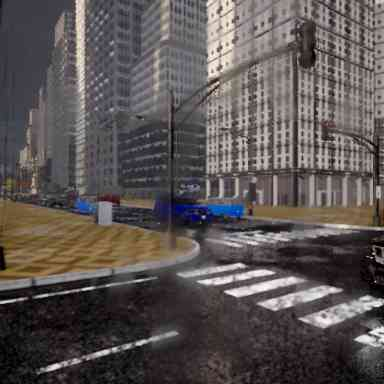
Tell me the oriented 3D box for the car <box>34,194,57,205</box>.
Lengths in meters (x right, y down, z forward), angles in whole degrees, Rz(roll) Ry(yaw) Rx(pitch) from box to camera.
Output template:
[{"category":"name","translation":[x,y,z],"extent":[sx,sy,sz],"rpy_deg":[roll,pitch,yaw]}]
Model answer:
[{"category":"car","translation":[-22.879,1.452,52.152],"extent":[2.008,1.369,4.403],"rpy_deg":[1,0,-34]}]

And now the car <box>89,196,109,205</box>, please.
[{"category":"car","translation":[-15.944,1.470,56.856],"extent":[1.887,1.381,4.507],"rpy_deg":[1,0,-34]}]

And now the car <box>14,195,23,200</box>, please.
[{"category":"car","translation":[-41.535,1.333,79.659],"extent":[1.802,1.307,4.206],"rpy_deg":[1,0,-34]}]

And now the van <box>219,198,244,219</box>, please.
[{"category":"van","translation":[2.804,1.413,29.418],"extent":[1.690,1.788,3.998],"rpy_deg":[1,0,-34]}]

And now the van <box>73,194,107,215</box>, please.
[{"category":"van","translation":[-10.441,1.341,33.815],"extent":[1.690,1.788,3.998],"rpy_deg":[1,0,-34]}]

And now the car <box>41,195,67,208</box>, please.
[{"category":"car","translation":[-19.771,1.492,47.568],"extent":[1.947,1.339,4.313],"rpy_deg":[1,0,-34]}]

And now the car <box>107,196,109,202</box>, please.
[{"category":"car","translation":[-12.549,1.521,41.550],"extent":[2.033,1.411,5.357],"rpy_deg":[0,0,-34]}]

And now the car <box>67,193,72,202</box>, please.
[{"category":"car","translation":[-25.270,1.165,70.611],"extent":[2.192,1.841,5.009],"rpy_deg":[1,0,-34]}]

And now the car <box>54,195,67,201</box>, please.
[{"category":"car","translation":[-31.490,1.351,79.779],"extent":[2.008,1.369,4.403],"rpy_deg":[1,0,-34]}]

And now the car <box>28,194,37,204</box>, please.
[{"category":"car","translation":[-29.098,1.433,61.322],"extent":[1.802,1.307,4.206],"rpy_deg":[1,0,-34]}]

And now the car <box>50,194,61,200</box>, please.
[{"category":"car","translation":[-34.695,1.299,84.504],"extent":[1.752,1.417,4.829],"rpy_deg":[1,0,-34]}]

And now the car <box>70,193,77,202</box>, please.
[{"category":"car","translation":[-22.163,1.441,66.026],"extent":[1.947,1.339,4.313],"rpy_deg":[1,0,-34]}]

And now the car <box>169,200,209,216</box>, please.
[{"category":"car","translation":[-0.381,1.592,33.950],"extent":[1.887,1.381,4.507],"rpy_deg":[1,0,-34]}]

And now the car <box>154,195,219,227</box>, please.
[{"category":"car","translation":[-0.778,1.287,24.171],"extent":[2.150,2.045,5.566],"rpy_deg":[0,0,-34]}]

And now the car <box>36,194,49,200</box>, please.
[{"category":"car","translation":[-38.380,1.273,85.140],"extent":[2.128,1.511,4.902],"rpy_deg":[0,0,-34]}]

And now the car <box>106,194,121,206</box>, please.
[{"category":"car","translation":[-12.833,1.265,52.272],"extent":[2.192,1.841,5.009],"rpy_deg":[1,0,-34]}]

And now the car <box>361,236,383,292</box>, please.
[{"category":"car","translation":[6.434,1.364,8.159],"extent":[5.566,2.045,2.150],"rpy_deg":[1,-1,-36]}]
